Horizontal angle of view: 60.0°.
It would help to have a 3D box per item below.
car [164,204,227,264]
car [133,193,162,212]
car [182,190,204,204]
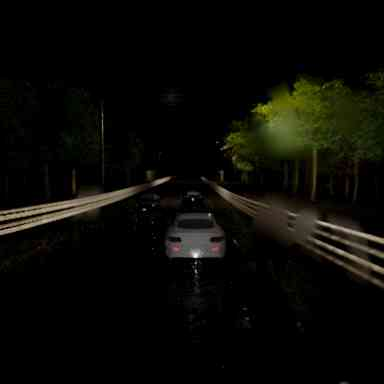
[{"bbox_3d":[0.098,1.354,11.066,1.812,1.442,4.674,0,2,0],"label":"car"},{"bbox_3d":[-3.506,0.769,27.131,2.033,1.411,5.357,0,3,0],"label":"car"},{"bbox_3d":[0.092,0.504,32.116,1.994,1.385,4.181,0,4,0],"label":"car"}]
